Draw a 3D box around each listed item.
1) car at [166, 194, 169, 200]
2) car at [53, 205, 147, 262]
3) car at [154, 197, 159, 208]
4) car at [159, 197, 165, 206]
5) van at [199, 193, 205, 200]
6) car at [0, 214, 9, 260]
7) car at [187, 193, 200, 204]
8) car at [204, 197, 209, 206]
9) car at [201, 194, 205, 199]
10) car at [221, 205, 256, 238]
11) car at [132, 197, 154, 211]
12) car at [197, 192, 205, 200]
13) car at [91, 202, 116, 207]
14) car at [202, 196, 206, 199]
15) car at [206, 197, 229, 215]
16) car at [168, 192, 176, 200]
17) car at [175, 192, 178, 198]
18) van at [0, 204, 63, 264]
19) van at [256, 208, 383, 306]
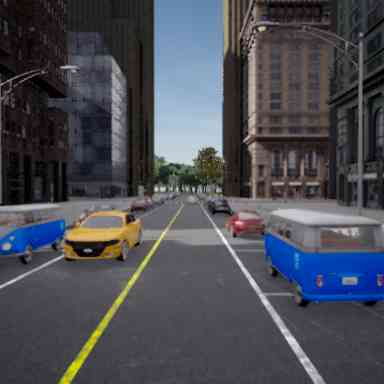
[{"bbox_3d":[-5.759,1.469,59.023,1.947,1.339,4.313,-1,0,0],"label":"car"},{"bbox_3d":[-3.066,1.465,12.334,1.882,1.535,5.008,0,0,0],"label":"car"},{"bbox_3d":[-5.762,1.526,42.888,1.802,1.307,4.206,-1,0,0],"label":"car"},{"bbox_3d":[-5.760,1.469,53.644,2.008,1.369,4.403,-1,0,0],"label":"car"},{"bbox_3d":[2.772,1.126,91.679,1.690,1.788,3.998,-1,0,0],"label":"van"},{"bbox_3d":[-5.772,1.434,6.538,1.967,1.590,4.097,-1,0,0],"label":"car"},{"bbox_3d":[0.013,1.425,60.599,1.812,1.442,4.674,0,0,0],"label":"car"},{"bbox_3d":[2.762,1.519,38.209,1.947,1.339,4.313,-1,0,0],"label":"car"},{"bbox_3d":[2.765,1.443,53.986,1.752,1.417,4.829,-1,0,0],"label":"car"},{"bbox_3d":[2.757,1.564,17.397,1.802,1.307,4.206,-1,0,0],"label":"car"},{"bbox_3d":[-5.764,1.499,37.511,1.887,1.381,4.507,-1,0,0],"label":"car"},{"bbox_3d":[2.773,1.334,86.169,1.752,1.417,4.829,-1,0,0],"label":"car"},{"bbox_3d":[-5.769,1.418,21.376,1.967,1.590,4.097,-1,0,0],"label":"car"},{"bbox_3d":[2.763,1.494,43.410,2.008,1.369,4.403,-1,0,0],"label":"car"},{"bbox_3d":[2.761,1.528,33.005,1.947,1.339,4.313,-1,0,0],"label":"car"},{"bbox_3d":[-5.752,1.391,85.993,1.802,1.307,4.206,-1,0,0],"label":"car"},{"bbox_3d":[-5.753,1.100,91.672,2.192,1.841,5.009,-1,0,0],"label":"car"},{"bbox_3d":[-5.773,1.330,11.425,1.690,1.788,3.998,-1,0,0],"label":"van"},{"bbox_3d":[2.789,1.334,7.734,1.690,1.788,3.998,-1,0,0],"label":"van"}]
